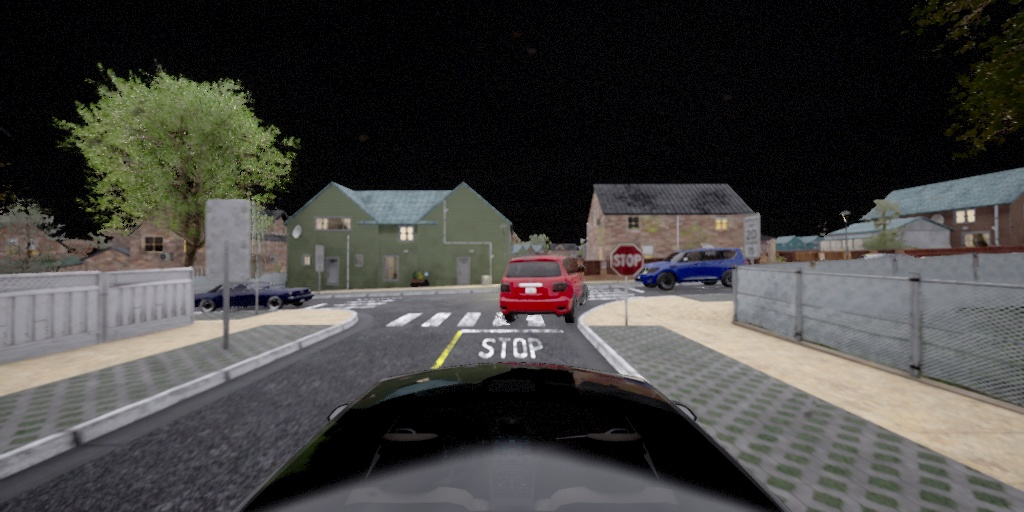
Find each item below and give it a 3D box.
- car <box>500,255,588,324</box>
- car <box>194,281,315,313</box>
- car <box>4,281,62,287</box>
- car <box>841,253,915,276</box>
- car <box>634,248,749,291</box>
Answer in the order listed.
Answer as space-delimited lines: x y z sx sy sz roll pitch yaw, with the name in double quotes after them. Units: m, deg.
1.243 0.980 12.402 2.150 2.045 5.566 -2 1 16 "car"
-11.602 1.769 16.103 4.718 1.301 1.895 -2 -1 1 "car"
-21.422 1.890 16.181 4.553 1.767 2.097 -2 -1 1 "car"
19.129 0.593 18.817 4.674 1.442 1.812 -2 -1 0 "car"
9.335 0.642 18.791 5.566 2.045 2.150 -2 -1 -2 "car"
